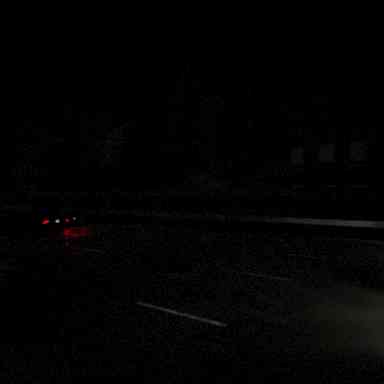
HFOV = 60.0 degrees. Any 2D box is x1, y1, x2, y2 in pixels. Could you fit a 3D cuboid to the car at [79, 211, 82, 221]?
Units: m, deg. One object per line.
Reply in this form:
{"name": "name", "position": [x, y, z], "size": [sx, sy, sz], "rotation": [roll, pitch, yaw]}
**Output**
{"name": "car", "position": [-9.861, 1.613, 23.915], "size": [4.674, 1.442, 1.812], "rotation": [0, 0, 35]}

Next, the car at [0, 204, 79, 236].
{"name": "car", "position": [-9.196, 1.622, 19.142], "size": [5.357, 1.411, 2.033], "rotation": [0, 0, 35]}
